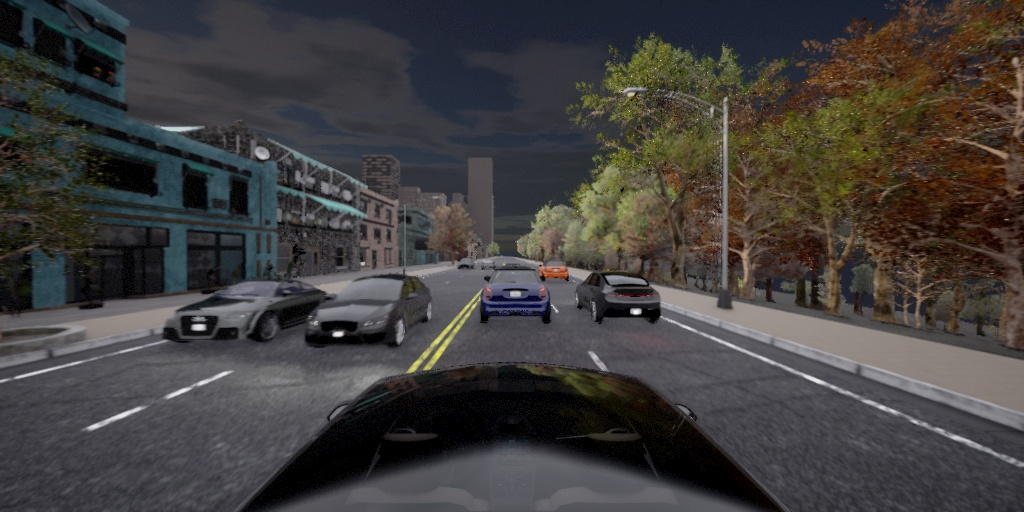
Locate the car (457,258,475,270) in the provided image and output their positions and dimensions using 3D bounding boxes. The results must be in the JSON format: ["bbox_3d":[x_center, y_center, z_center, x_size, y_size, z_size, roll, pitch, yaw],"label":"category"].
[{"bbox_3d":[-6.568,1.084,51.807,2.097,1.767,4.553,0,0,0],"label":"car"}]

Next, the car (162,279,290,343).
[{"bbox_3d":[-6.601,1.312,9.548,1.994,1.385,4.181,0,0,0],"label":"car"}]

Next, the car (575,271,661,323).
[{"bbox_3d":[3.349,1.251,12.090,1.837,1.490,4.892,0,0,0],"label":"car"}]

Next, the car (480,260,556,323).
[{"bbox_3d":[0.101,1.099,12.310,2.097,1.767,4.553,0,0,0],"label":"car"}]

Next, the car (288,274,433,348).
[{"bbox_3d":[-3.351,1.253,9.342,1.837,1.490,4.892,0,0,0],"label":"car"}]

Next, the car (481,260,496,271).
[{"bbox_3d":[-3.323,1.258,50.820,1.812,1.442,4.674,0,0,0],"label":"car"}]

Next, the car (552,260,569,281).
[{"bbox_3d":[3.351,1.092,29.541,2.097,1.767,4.553,0,0,0],"label":"car"}]
